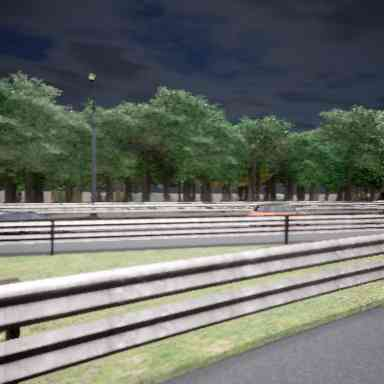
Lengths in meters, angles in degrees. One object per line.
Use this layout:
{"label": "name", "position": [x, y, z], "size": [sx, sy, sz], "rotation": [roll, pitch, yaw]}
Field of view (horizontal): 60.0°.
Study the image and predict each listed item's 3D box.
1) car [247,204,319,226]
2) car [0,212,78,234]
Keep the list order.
{"label": "car", "position": [5.983, 1.569, 21.746], "size": [4.553, 1.767, 2.097], "rotation": [0, 0, -15]}
{"label": "car", "position": [-8.902, 1.764, 17.713], "size": [5.357, 1.411, 2.033], "rotation": [0, 0, -15]}
